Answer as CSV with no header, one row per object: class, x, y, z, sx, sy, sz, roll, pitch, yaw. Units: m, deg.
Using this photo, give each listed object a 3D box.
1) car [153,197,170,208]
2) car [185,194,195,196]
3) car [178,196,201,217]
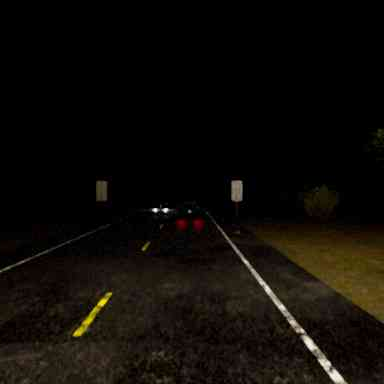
car,-3.811,1.326,42.831,2.033,1.411,5.357,0,0,0
car,-0.262,1.113,46.318,2.097,1.767,4.553,0,0,0
car,-0.191,1.358,28.890,1.812,1.442,4.674,0,0,0
